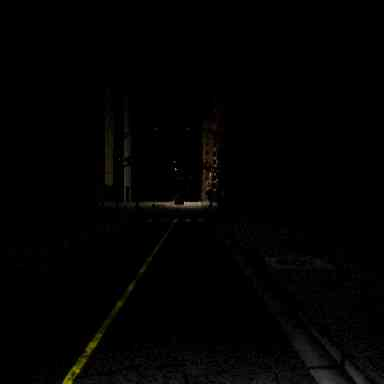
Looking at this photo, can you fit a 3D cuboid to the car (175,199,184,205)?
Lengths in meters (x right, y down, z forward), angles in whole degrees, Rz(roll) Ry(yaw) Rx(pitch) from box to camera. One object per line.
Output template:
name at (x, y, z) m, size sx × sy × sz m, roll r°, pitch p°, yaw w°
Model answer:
car at (-2.957, 2.272, 77.492) m, size 1.882 × 1.535 × 5.008 m, roll 0°, pitch -1°, yaw 0°

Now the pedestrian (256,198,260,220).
pedestrian at (5.651, 1.430, 28.621) m, size 0.375 × 1.860 × 0.375 m, roll 0°, pitch -1°, yaw 0°

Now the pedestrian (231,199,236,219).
pedestrian at (3.651, 1.440, 29.222) m, size 0.375 × 1.860 × 0.375 m, roll 0°, pitch -1°, yaw 0°

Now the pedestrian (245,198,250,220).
pedestrian at (4.650, 1.427, 28.022) m, size 0.375 × 1.860 × 0.375 m, roll 0°, pitch -1°, yaw 0°
